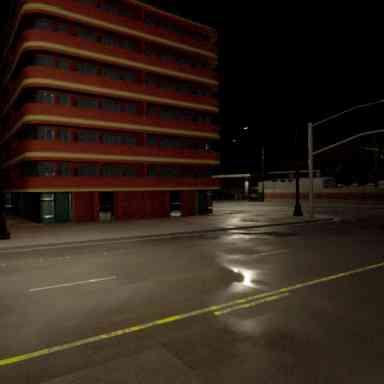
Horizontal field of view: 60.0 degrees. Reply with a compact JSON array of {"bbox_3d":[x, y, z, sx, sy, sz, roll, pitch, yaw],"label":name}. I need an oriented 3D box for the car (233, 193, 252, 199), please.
[{"bbox_3d":[12.919,1.061,81.968,3.806,1.475,1.970,-1,1,-35],"label":"car"}]

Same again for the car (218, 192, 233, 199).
[{"bbox_3d":[8.949,0.930,86.191,4.611,1.667,2.242,-1,1,-35],"label":"car"}]
